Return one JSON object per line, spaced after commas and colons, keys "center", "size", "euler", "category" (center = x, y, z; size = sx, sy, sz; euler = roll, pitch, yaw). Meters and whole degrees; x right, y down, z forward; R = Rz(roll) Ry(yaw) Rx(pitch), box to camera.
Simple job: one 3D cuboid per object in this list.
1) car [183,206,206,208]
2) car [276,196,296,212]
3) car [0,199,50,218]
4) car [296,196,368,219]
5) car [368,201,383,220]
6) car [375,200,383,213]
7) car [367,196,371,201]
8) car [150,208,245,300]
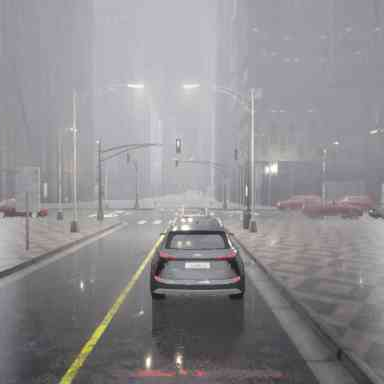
{"center": [0.129, 1.507, 17.493], "size": [1.837, 1.490, 4.892], "euler": [0, 0, 0], "category": "car"}
{"center": [12.179, 1.325, 37.703], "size": [5.009, 1.841, 2.192], "euler": [0, 1, 0], "category": "car"}
{"center": [-14.864, 1.567, 29.152], "size": [4.507, 1.381, 1.887], "euler": [0, 1, 0], "category": "car"}
{"center": [12.178, 1.463, 29.179], "size": [5.009, 1.841, 2.192], "euler": [0, 1, 0], "category": "car"}
{"center": [17.820, 1.742, 29.188], "size": [4.313, 1.339, 1.947], "euler": [0, 1, 0], "category": "car"}
{"center": [23.464, 1.634, 37.718], "size": [4.313, 1.339, 1.947], "euler": [0, 1, 0], "category": "car"}
{"center": [17.822, 1.353, 37.709], "size": [5.009, 1.841, 2.192], "euler": [0, 1, 0], "category": "car"}
{"center": [0.124, 1.428, 8.407], "size": [2.033, 1.649, 4.856], "euler": [0, 0, 1], "category": "car"}
